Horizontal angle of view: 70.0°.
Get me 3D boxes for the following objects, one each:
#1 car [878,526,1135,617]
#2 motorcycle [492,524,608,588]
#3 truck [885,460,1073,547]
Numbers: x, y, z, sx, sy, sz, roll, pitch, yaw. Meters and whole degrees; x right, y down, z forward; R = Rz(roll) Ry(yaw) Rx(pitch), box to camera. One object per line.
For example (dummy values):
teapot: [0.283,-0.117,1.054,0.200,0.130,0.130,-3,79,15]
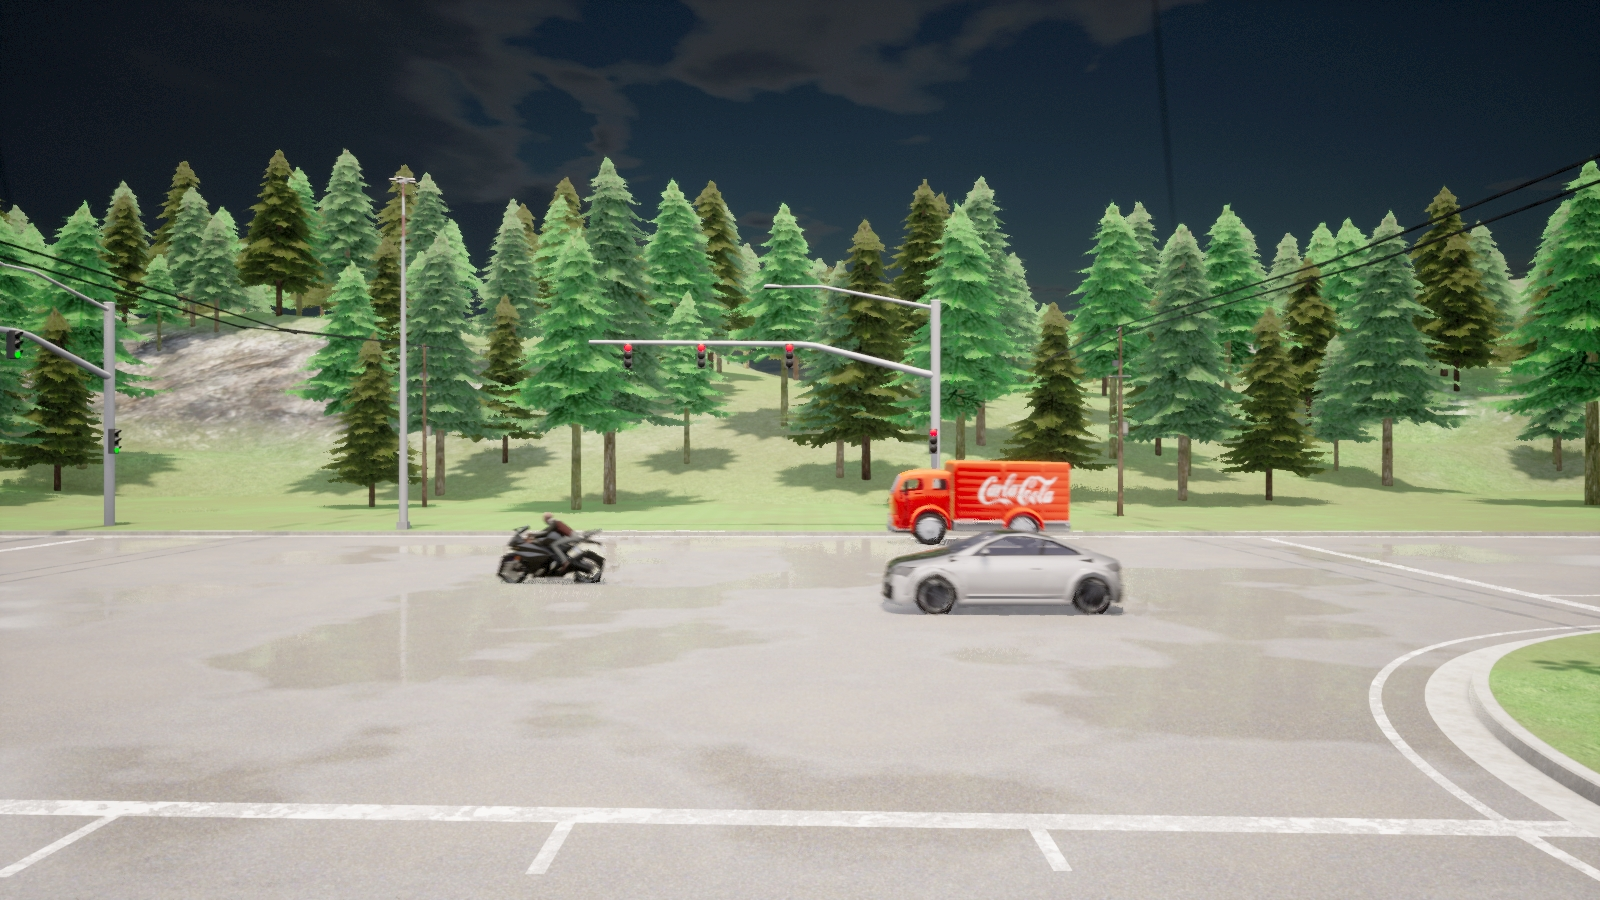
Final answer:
car: [3.541,2.105,20.207,4.181,1.385,1.994,0,0,0]
motorcycle: [-5.178,2.189,23.761,2.209,1.251,0.867,0,0,0]
truck: [5.252,1.551,34.196,5.204,2.467,2.627,0,0,0]
